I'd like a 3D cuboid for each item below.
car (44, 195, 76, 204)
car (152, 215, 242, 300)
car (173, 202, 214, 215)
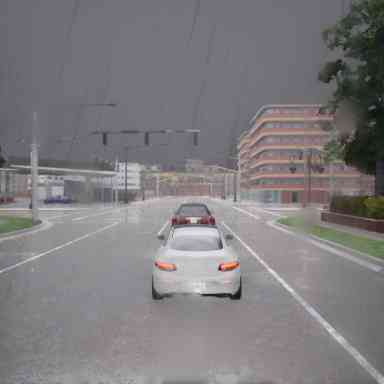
[{"bbox_3d":[-23.402,1.295,57.992,4.611,1.667,2.242,0,0,1],"label":"car"},{"bbox_3d":[0.092,1.526,8.277,1.812,1.442,4.674,0,0,0],"label":"car"},{"bbox_3d":[0.074,1.352,17.269,2.097,1.767,4.553,0,0,0],"label":"car"}]
